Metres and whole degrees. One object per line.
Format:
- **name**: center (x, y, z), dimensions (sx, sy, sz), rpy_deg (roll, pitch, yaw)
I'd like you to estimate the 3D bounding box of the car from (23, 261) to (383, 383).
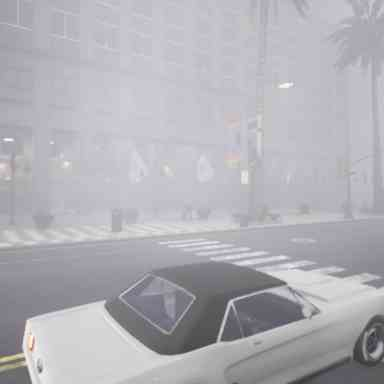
- **car**: center (0.587, 1.599, 4.198), dimensions (4.718, 1.301, 1.895), rpy_deg (0, 0, -32)
